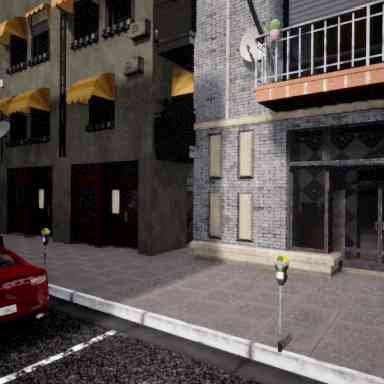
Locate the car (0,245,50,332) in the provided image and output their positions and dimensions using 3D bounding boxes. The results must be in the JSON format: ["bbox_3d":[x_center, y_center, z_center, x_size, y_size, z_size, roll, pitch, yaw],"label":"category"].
[{"bbox_3d":[-4.421,1.544,6.028,4.507,1.381,1.887,0,1,36],"label":"car"}]
